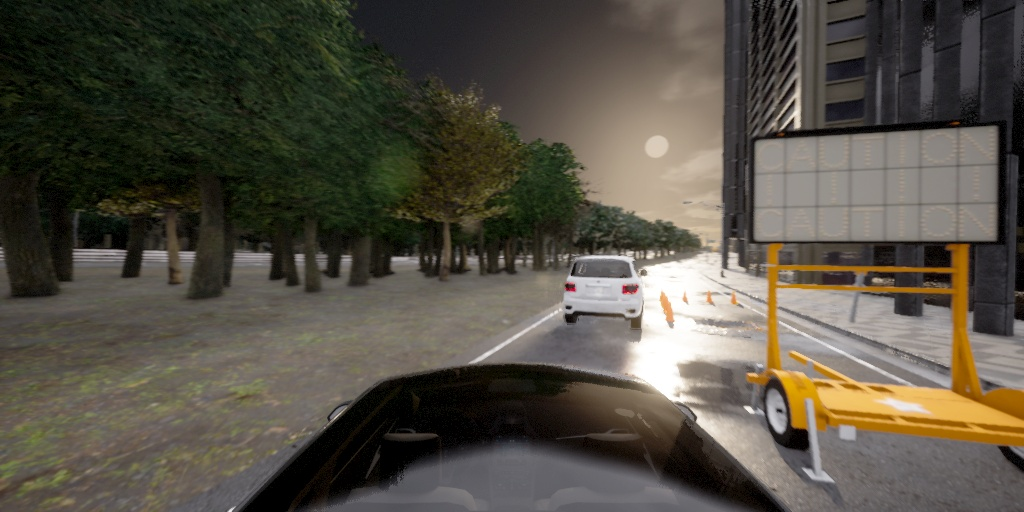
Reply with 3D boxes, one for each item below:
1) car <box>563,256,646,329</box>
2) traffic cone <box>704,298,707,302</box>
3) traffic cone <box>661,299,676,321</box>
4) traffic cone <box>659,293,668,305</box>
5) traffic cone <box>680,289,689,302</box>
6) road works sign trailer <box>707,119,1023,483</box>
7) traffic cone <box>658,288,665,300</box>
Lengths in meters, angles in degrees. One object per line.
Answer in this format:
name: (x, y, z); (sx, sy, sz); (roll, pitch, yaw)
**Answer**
car: (3.195, 1.022, 11.877); (2.150, 2.045, 5.566); (1, 0, 21)
traffic cone: (9.039, 1.831, 16.465); (0.340, 0.580, 0.340); (0, 0, 20)
traffic cone: (5.071, 1.777, 11.541); (0.340, 0.580, 0.340); (0, 0, 20)
traffic cone: (5.769, 1.788, 13.415); (0.340, 0.580, 0.340); (0, 0, 20)
traffic cone: (8.102, 1.821, 16.815); (0.340, 0.580, 0.340); (0, 0, 20)
road works sign trailer: (4.124, 0.263, 4.365); (2.380, 3.560, 2.880); (0, 0, 14)
traffic cone: (6.468, 1.799, 15.289); (0.340, 0.580, 0.340); (0, 0, 20)
